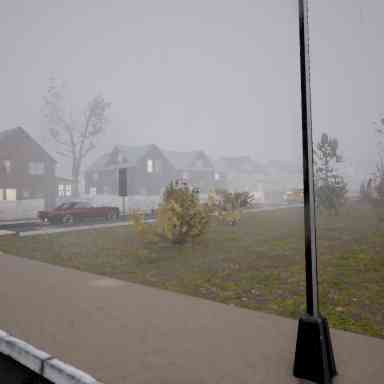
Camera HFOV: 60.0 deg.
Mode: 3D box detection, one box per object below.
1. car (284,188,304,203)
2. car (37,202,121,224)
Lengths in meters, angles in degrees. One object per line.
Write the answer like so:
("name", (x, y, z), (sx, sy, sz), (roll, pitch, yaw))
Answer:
("car", (13.916, 0.594, 42.302), (1.882, 1.535, 5.008), (-2, -1, 44))
("car", (-6.772, 1.253, 20.489), (1.895, 1.301, 4.718), (-2, -1, 43))
